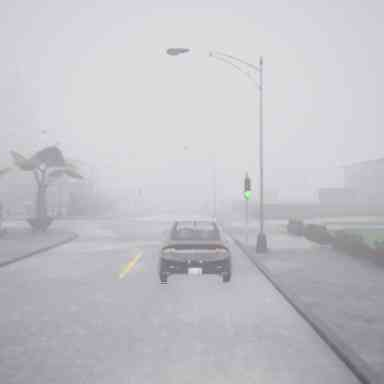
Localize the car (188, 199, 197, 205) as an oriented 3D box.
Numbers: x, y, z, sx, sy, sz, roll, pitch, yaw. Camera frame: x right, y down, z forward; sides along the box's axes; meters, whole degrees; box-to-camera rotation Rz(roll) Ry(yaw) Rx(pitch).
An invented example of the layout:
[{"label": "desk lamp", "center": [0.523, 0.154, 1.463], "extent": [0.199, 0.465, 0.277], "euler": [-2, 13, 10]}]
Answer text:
[{"label": "car", "center": [0.172, 2.438, 83.208], "extent": [2.128, 1.511, 4.902], "euler": [0, -1, 0]}]

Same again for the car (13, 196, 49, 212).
[{"label": "car", "center": [-19.675, 1.434, 40.936], "extent": [1.905, 1.878, 3.866], "euler": [0, -1, 35]}]

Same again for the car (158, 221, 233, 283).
[{"label": "car", "center": [0.093, 1.603, 9.982], "extent": [2.128, 1.511, 4.902], "euler": [0, -1, 0]}]

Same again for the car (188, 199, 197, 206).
[{"label": "car", "center": [0.153, 2.325, 72.925], "extent": [2.128, 1.511, 4.902], "euler": [0, -1, 0]}]
